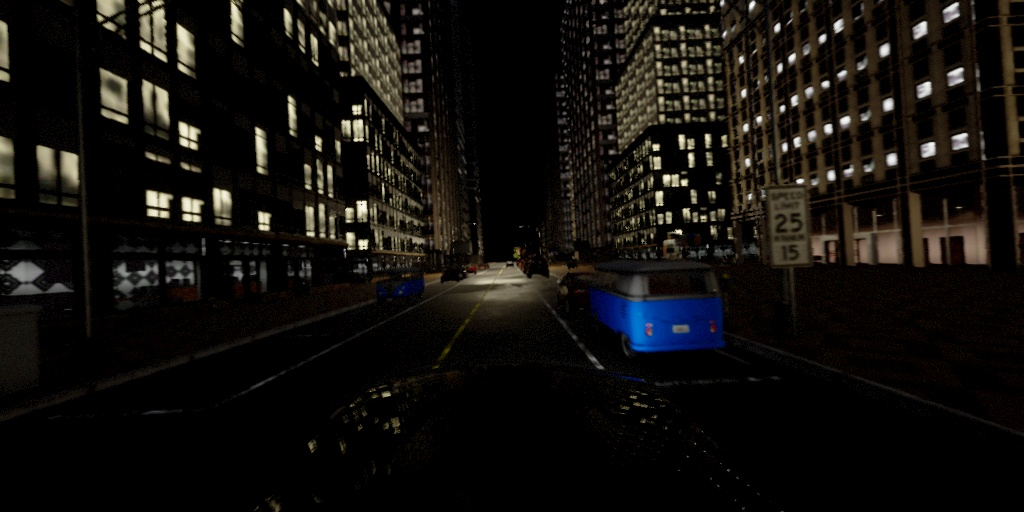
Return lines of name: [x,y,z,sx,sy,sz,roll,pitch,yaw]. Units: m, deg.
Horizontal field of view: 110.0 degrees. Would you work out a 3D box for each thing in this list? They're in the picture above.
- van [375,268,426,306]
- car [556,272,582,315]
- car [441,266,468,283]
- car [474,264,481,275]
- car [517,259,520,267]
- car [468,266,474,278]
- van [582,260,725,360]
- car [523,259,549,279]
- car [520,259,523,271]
van: [-5.715,1.530,18.835,1.690,1.789,3.998,0,0,0]
car: [2.710,1.246,13.353,1.888,1.381,4.507,0,0,0]
car: [-5.815,1.892,35.452,1.948,1.339,4.313,0,0,0]
car: [-5.915,2.045,52.069,1.802,1.307,4.207,0,0,0]
car: [2.420,1.382,57.663,2.192,1.841,5.009,0,0,0]
car: [-5.849,1.923,40.990,2.007,1.370,4.403,0,0,0]
van: [2.834,0.990,7.816,1.690,1.789,3.998,0,0,0]
car: [2.553,1.200,35.506,2.192,1.841,5.009,0,0,0]
car: [2.486,1.291,46.585,2.192,1.841,5.009,0,0,0]
